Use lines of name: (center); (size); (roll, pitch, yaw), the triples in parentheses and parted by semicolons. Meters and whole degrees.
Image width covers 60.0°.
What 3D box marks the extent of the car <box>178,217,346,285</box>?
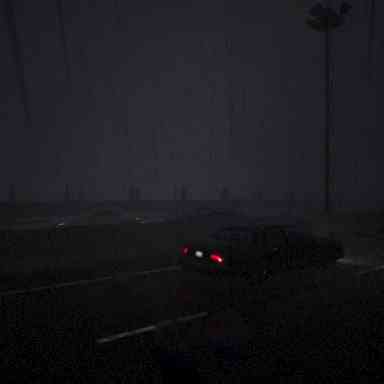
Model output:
car: (2.210, 1.586, 9.624); (5.357, 1.411, 2.033); (0, 0, -36)

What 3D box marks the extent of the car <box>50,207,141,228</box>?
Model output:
car: (-5.005, 1.558, 17.619); (4.674, 1.442, 1.812); (0, 0, -36)

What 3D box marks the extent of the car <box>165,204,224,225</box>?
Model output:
car: (0.257, 1.644, 25.674); (4.181, 1.385, 1.994); (0, 0, -36)

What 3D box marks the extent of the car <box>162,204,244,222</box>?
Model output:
car: (0.640, 1.547, 17.348); (4.902, 1.511, 2.128); (0, 0, -36)
